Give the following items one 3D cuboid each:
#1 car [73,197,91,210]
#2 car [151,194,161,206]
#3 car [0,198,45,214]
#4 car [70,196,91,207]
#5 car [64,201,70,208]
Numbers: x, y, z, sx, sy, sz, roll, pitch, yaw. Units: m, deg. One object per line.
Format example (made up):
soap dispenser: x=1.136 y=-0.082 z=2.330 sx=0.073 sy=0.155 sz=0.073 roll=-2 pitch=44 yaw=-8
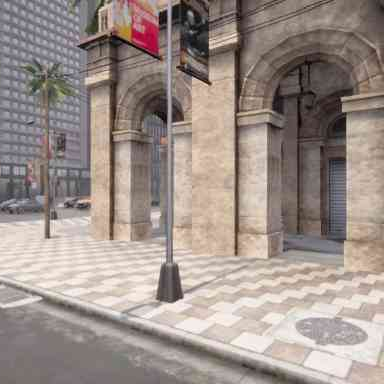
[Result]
car: x=-12.345 y=1.601 z=42.589 sx=1.895 sy=1.301 sz=4.718 roll=0 pitch=0 yaw=35
car: x=-6.433 y=1.504 z=50.840 sx=1.837 sy=1.490 sz=4.892 roll=0 pitch=0 yaw=36
car: x=-17.474 y=1.564 z=35.411 sx=1.994 sy=1.385 sz=4.181 roll=0 pitch=0 yaw=36
car: x=-13.977 y=1.352 z=46.317 sx=2.097 sy=1.767 sz=4.553 roll=0 pitch=0 yaw=35
car: x=-16.256 y=1.513 z=48.449 sx=2.161 sy=1.482 sz=4.786 roll=0 pitch=0 yaw=35
